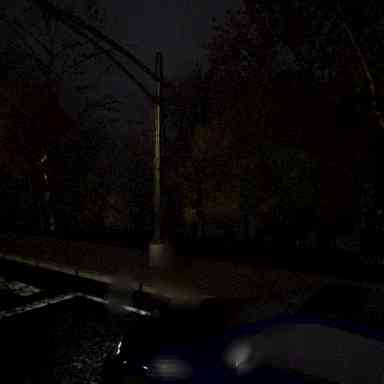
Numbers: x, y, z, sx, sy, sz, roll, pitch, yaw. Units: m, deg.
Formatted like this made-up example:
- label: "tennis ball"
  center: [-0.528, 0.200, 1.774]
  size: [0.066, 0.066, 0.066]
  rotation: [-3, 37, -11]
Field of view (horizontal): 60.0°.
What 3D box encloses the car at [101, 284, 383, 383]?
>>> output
- label: "car"
  center: [1.146, 1.564, 2.865]
  size: [4.181, 1.385, 1.994]
  rotation: [0, 0, 35]
